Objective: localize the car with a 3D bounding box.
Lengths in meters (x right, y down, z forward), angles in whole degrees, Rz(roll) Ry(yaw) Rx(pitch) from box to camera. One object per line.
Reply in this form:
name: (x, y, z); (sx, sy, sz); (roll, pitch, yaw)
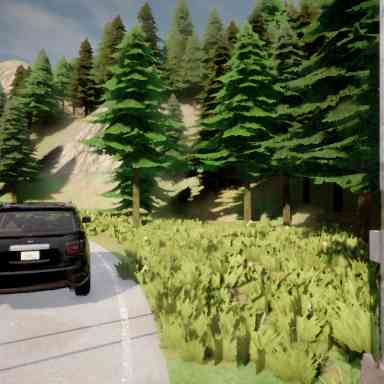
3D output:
car: (-3.807, 1.245, 8.497); (2.150, 2.045, 5.566); (0, 0, -20)
